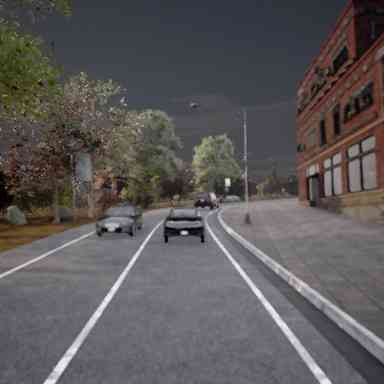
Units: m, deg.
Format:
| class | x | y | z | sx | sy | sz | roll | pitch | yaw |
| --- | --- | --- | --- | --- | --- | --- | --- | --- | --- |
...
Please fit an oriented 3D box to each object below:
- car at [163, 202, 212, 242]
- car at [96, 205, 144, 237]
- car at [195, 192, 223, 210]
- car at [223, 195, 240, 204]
| class | x | y | z | sx | sy | sz | roll | pitch | yaw |
| --- | --- | --- | --- | --- | --- | --- | --- | --- | --- |
| car | -0.372 | 1.476 | 16.296 | 2.128 | 1.511 | 4.902 | 0 | 0 | -1 |
| car | -3.778 | 1.471 | 18.025 | 2.128 | 1.511 | 4.902 | 0 | 0 | 0 |
| car | 1.840 | 1.058 | 39.679 | 2.150 | 2.045 | 5.566 | -2 | 0 | 15 |
| car | 6.882 | 1.315 | 59.016 | 1.812 | 1.442 | 4.674 | -4 | -1 | 33 |
